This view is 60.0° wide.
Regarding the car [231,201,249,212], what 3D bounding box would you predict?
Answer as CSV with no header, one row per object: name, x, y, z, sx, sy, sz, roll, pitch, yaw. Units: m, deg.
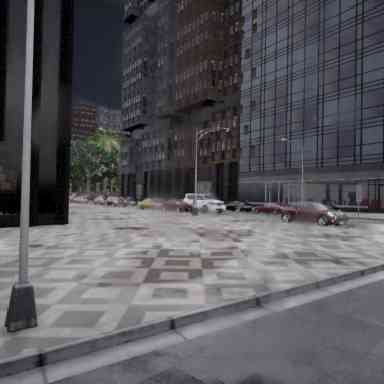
car,5.363,1.727,40.167,1.947,1.339,4.313,2,-1,-35

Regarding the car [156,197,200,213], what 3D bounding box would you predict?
car,-1.579,1.482,35.225,1.887,1.381,4.507,2,-1,-35

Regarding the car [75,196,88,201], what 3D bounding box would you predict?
car,-29.769,1.694,89.453,1.752,1.417,4.829,2,-1,-35

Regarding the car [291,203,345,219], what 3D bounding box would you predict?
car,11.733,1.720,31.232,1.947,1.339,4.313,2,-1,-35

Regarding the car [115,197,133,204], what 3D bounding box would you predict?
car,-13.747,1.736,66.975,1.947,1.339,4.313,2,-1,-35

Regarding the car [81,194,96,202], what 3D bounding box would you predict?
car,-26.481,1.484,84.850,2.192,1.841,5.009,2,-1,-35

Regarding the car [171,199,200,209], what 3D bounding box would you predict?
car,-1.007,1.718,49.103,2.008,1.369,4.403,2,-1,-35

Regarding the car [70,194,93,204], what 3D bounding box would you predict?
car,-20.593,1.472,61.899,1.752,1.417,4.829,2,-1,-35

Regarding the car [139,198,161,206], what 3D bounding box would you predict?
car,-7.377,1.722,58.040,2.008,1.369,4.403,2,-1,-35

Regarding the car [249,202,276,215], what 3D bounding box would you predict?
car,8.547,1.740,35.700,1.802,1.307,4.206,2,-1,-35

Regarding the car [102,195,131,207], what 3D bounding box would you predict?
car,-11.133,1.386,48.632,1.967,1.590,4.097,2,-1,-35

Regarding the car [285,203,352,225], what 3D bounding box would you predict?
car,9.260,1.562,24.603,1.994,1.385,4.181,2,-1,-36

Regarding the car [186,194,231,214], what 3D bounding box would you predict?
car,1.221,1.227,35.900,2.150,2.045,5.566,2,-1,-35

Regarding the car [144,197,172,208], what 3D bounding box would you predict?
car,-5.172,1.589,50.263,2.128,1.511,4.902,2,-1,-35

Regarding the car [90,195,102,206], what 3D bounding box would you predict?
car,-14.322,1.529,53.098,1.802,1.307,4.206,2,-1,-35

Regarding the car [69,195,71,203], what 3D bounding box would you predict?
car,-23.875,1.386,66.507,1.967,1.590,4.097,2,-1,-35

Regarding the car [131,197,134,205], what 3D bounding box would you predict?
car,-10.277,1.512,52.171,2.128,1.511,4.902,2,-1,-35

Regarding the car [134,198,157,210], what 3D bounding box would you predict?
car,-4.665,1.466,39.555,1.752,1.417,4.829,2,-1,-35

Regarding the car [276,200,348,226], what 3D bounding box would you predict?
car,7.962,1.367,21.847,1.967,1.590,4.097,2,-1,-37

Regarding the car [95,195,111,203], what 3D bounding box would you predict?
car,-20.289,1.513,75.515,2.097,1.767,4.553,2,-1,-35

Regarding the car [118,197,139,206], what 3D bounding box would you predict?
car,-11.245,1.624,58.710,1.812,1.442,4.674,2,-1,-35
